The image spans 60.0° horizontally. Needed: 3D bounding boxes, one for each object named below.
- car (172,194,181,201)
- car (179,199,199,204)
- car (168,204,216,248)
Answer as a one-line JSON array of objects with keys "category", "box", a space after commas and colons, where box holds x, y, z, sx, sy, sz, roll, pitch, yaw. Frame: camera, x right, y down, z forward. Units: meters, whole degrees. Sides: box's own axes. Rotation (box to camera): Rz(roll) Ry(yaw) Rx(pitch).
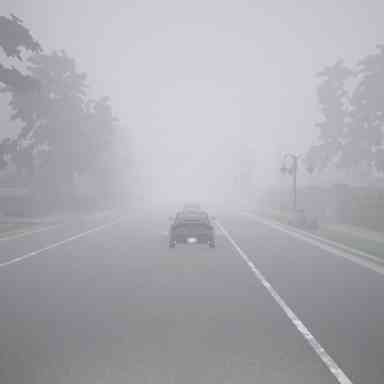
[{"category": "car", "box": [-3.500, 1.212, 75.909, 1.882, 1.535, 5.008, 0, 0, 0]}, {"category": "car", "box": [0.000, 1.572, 29.650, 1.994, 1.385, 4.181, 0, 0, 0]}, {"category": "car", "box": [0.000, 1.516, 14.650, 1.837, 1.490, 4.892, 0, 0, 0]}]
